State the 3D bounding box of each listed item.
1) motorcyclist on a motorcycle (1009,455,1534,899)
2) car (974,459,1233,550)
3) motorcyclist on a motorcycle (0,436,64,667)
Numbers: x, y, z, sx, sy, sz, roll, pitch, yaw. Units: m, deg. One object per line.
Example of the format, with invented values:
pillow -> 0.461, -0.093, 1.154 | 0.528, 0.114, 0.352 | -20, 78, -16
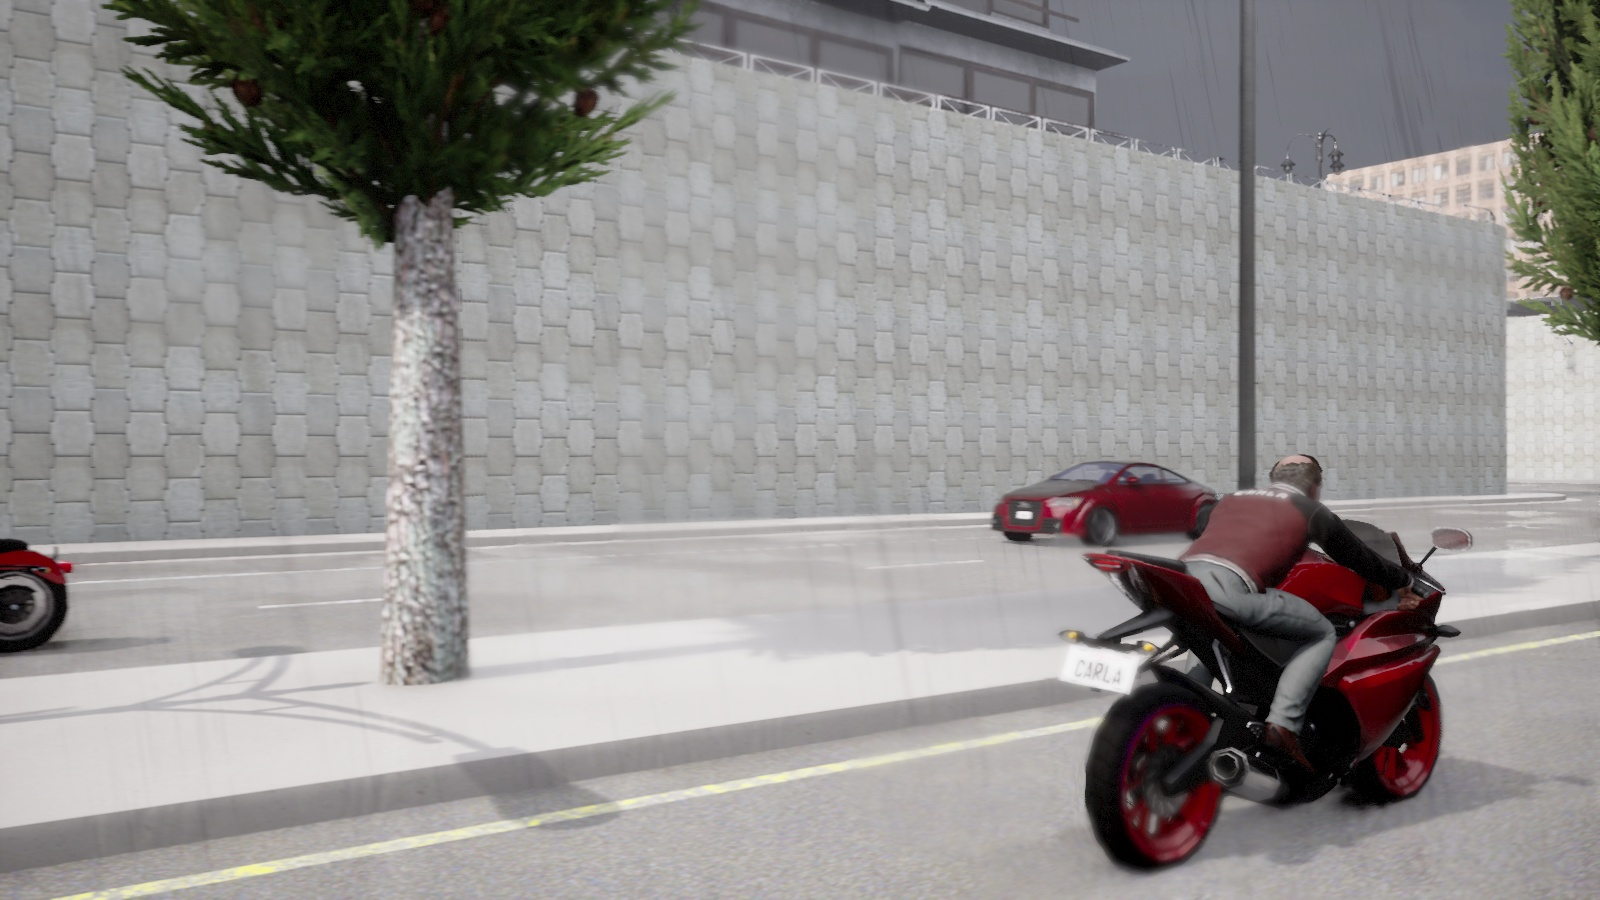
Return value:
motorcyclist on a motorcycle -> 1.935, 0.788, 5.005 | 2.191, 1.530, 0.866 | 0, 0, -35
car -> 5.176, 0.850, 21.273 | 4.181, 1.385, 1.994 | 0, 0, -35
motorcyclist on a motorcycle -> -6.574, 0.731, 8.830 | 2.350, 1.649, 0.766 | 0, 0, -35
